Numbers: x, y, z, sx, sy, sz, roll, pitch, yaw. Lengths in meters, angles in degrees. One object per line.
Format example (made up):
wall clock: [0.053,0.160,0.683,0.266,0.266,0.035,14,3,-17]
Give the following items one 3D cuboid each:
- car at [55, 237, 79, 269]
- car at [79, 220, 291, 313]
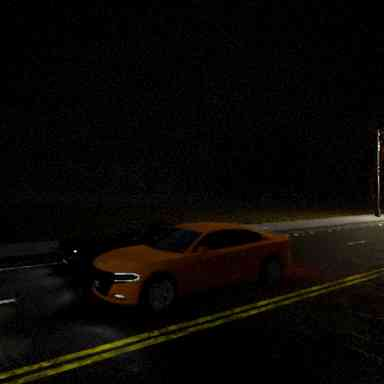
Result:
car: [-1.699,1.600,10.458,4.718,1.301,1.895,0,0,-36]
car: [0.207,1.477,7.825,5.008,1.535,1.882,0,0,-35]
